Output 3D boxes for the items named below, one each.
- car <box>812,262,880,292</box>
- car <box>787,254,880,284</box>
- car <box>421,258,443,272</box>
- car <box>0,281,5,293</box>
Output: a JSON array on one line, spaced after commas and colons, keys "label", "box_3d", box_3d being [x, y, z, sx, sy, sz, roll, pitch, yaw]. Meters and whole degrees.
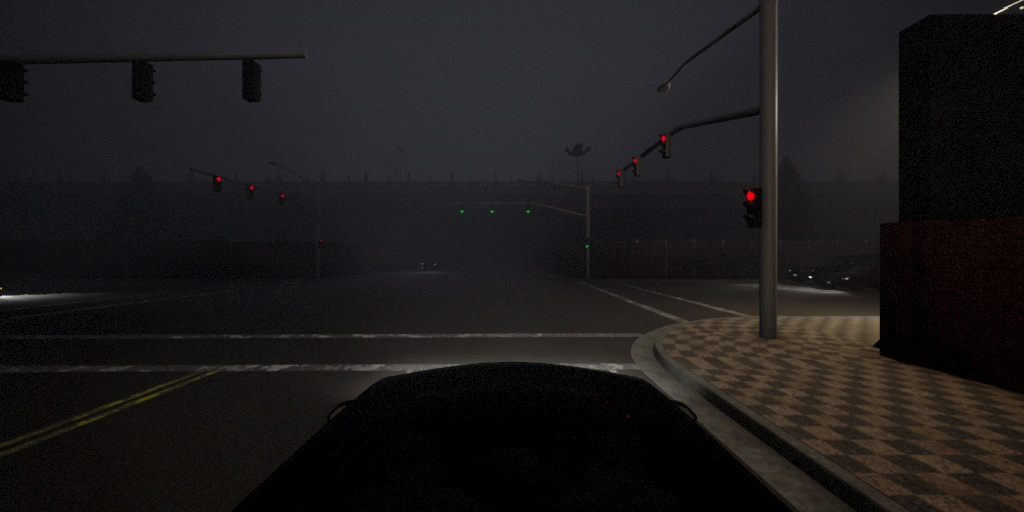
[{"label": "car", "box_3d": [20.278, 1.220, 20.326, 4.674, 1.442, 1.812, 0, 0, 0]}, {"label": "car", "box_3d": [21.602, 0.915, 23.842, 5.566, 2.045, 2.150, 0, 0, 0]}, {"label": "car", "box_3d": [-10.485, 1.050, 47.208, 2.097, 1.767, 4.553, 0, 0, 0]}, {"label": "car", "box_3d": [-26.825, 1.258, 16.763, 4.181, 1.385, 1.994, 0, 0, 0]}]
